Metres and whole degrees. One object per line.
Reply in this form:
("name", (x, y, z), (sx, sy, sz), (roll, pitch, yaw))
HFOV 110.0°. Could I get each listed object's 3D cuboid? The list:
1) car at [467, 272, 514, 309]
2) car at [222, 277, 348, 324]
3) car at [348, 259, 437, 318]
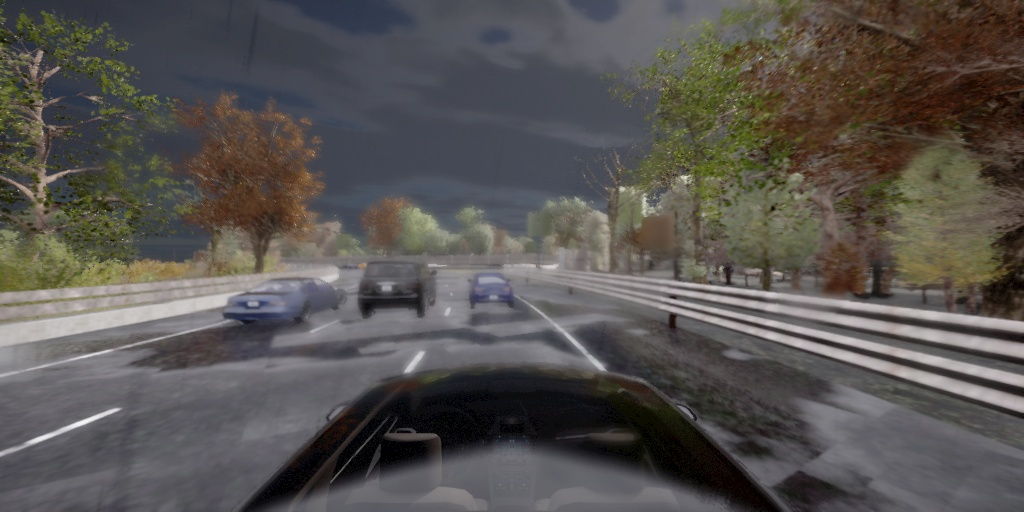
("car", (-1.013, 1.461, 16.201), (1.812, 1.442, 4.674), (0, 0, -8))
("car", (-7.631, 1.466, 12.753), (2.033, 1.411, 5.357), (0, -1, -6))
("car", (-4.252, 1.145, 14.075), (2.150, 2.045, 5.566), (0, 0, -6))
